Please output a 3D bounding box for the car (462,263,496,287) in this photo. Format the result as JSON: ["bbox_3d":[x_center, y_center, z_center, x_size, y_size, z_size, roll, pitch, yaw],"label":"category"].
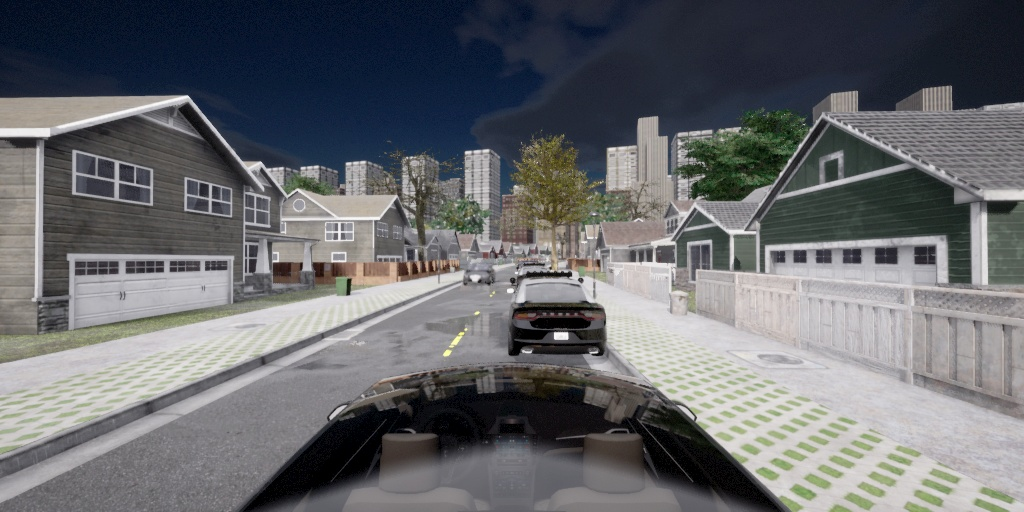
[{"bbox_3d":[-2.199,1.254,25.047,2.128,1.511,4.902,0,0,3],"label":"car"}]

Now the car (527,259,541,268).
[{"bbox_3d":[3.850,1.294,62.527,2.128,1.511,4.902,0,0,8],"label":"car"}]

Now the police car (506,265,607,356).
[{"bbox_3d":[0.891,1.177,8.762,1.930,1.638,5.238,0,0,1],"label":"police car"}]

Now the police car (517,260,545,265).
[{"bbox_3d":[1.166,1.182,18.715,1.930,1.638,5.238,0,0,2],"label":"police car"}]
